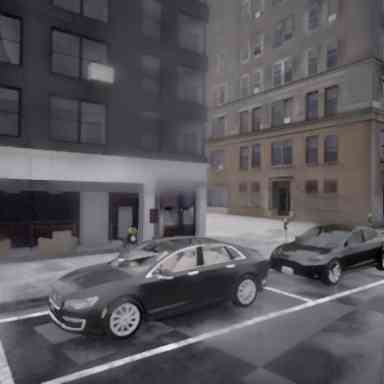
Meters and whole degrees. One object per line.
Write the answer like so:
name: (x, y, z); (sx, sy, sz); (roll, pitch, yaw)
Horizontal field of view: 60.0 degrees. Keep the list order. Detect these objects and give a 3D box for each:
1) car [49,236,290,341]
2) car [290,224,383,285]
car: (-0.398, 1.582, 6.473); (4.403, 1.369, 2.008); (1, 0, -35)
car: (4.220, 1.650, 9.768); (4.313, 1.339, 1.947); (1, 0, -35)
